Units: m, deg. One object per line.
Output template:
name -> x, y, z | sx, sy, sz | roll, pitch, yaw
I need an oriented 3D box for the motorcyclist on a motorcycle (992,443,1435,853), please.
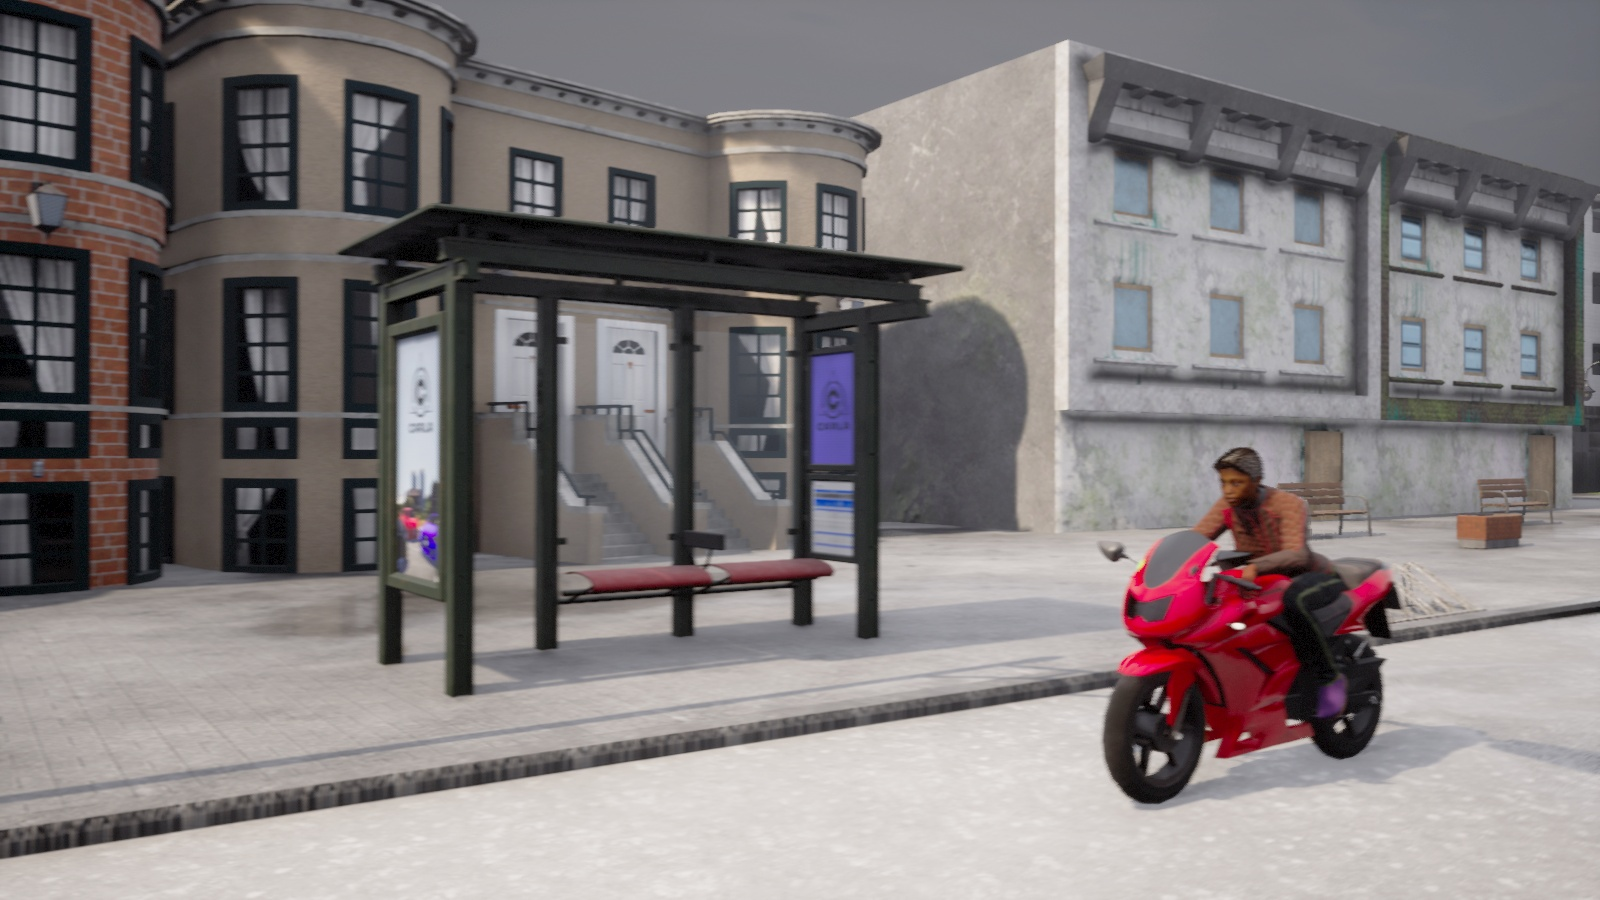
motorcyclist on a motorcycle -> 1.883, 0.736, 5.579 | 2.044, 1.523, 0.797 | 0, 0, -35
